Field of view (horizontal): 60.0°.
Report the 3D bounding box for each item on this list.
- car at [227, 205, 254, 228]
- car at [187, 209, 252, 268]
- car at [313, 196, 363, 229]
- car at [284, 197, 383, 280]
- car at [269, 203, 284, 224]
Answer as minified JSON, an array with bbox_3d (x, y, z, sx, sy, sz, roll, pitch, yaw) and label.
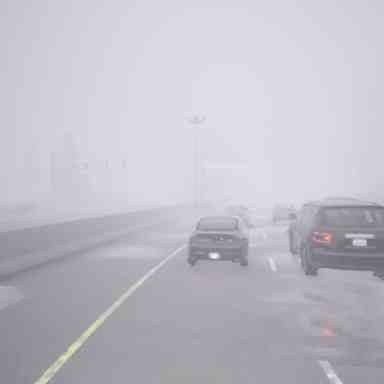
[{"bbox_3d":[3.289,1.663,24.349,2.033,1.411,5.357,0,0,11],"label":"car"},{"bbox_3d":[1.049,1.559,11.648,1.837,1.490,4.892,0,-1,10],"label":"car"},{"bbox_3d":[10.375,1.336,24.143,2.150,2.045,5.566,0,0,11],"label":"car"},{"bbox_3d":[4.366,1.273,10.393,2.150,2.045,5.566,0,0,10],"label":"car"},{"bbox_3d":[7.139,1.614,25.856,2.128,1.511,4.902,0,0,11],"label":"car"}]
